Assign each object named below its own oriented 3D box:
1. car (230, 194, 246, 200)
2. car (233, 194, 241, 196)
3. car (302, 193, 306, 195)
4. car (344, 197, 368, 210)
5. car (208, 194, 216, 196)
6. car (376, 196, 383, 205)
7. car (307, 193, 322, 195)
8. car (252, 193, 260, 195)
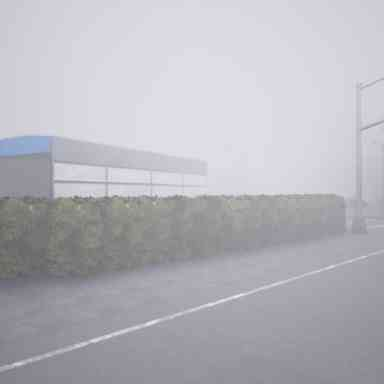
[{"bbox_3d":[12.092,1.232,87.107,3.806,1.475,1.970,0,0,-41],"label":"car"},{"bbox_3d":[8.820,1.298,63.597,4.514,1.523,2.007,0,0,-41],"label":"car"},{"bbox_3d":[24.829,1.077,72.721,3.866,1.878,1.905,0,0,-41],"label":"car"},{"bbox_3d":[19.236,1.339,39.639,4.514,1.523,2.007,0,0,-41],"label":"car"},{"bbox_3d":[4.355,1.298,85.307,4.514,1.523,2.007,0,0,-41],"label":"car"},{"bbox_3d":[31.434,1.384,54.012,3.806,1.475,1.970,0,0,-41],"label":"car"},{"bbox_3d":[27.032,1.097,70.782,4.605,1.855,1.932,0,0,-41],"label":"car"},{"bbox_3d":[16.510,1.153,82.442,5.027,1.636,2.152,0,0,-41],"label":"car"}]
